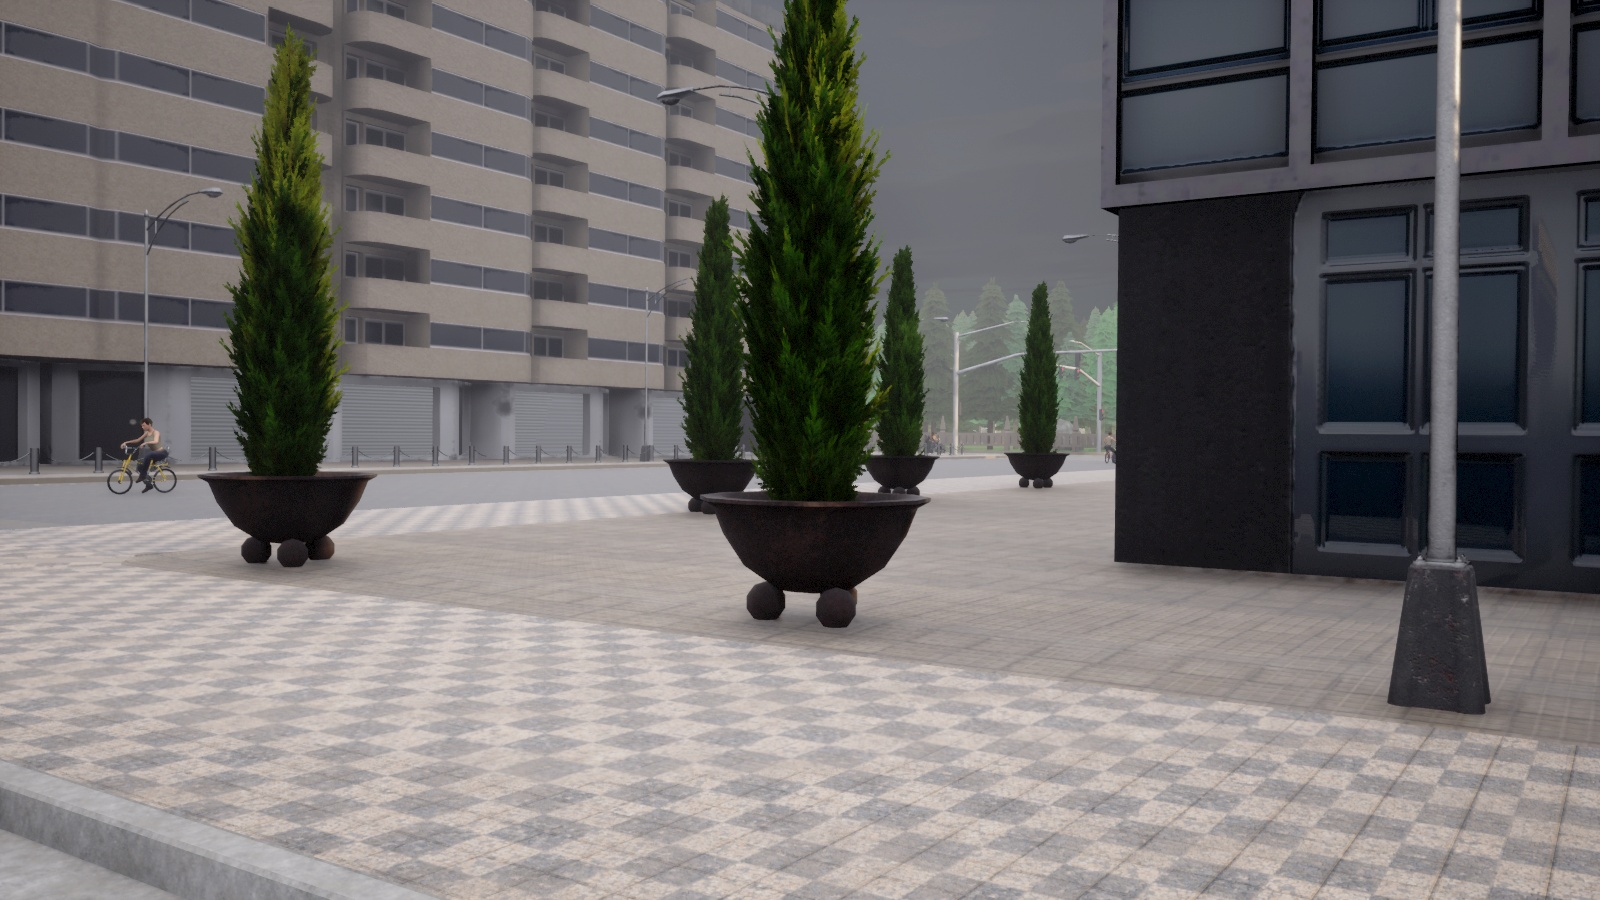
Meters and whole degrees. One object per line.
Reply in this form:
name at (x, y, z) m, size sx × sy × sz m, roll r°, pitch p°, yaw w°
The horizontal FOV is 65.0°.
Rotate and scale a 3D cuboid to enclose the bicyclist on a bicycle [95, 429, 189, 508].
bicyclist on a bicycle at (-13.916, 0.375, 26.601) m, size 0.866 × 1.612 × 1.509 m, roll 0°, pitch 1°, yaw 34°
